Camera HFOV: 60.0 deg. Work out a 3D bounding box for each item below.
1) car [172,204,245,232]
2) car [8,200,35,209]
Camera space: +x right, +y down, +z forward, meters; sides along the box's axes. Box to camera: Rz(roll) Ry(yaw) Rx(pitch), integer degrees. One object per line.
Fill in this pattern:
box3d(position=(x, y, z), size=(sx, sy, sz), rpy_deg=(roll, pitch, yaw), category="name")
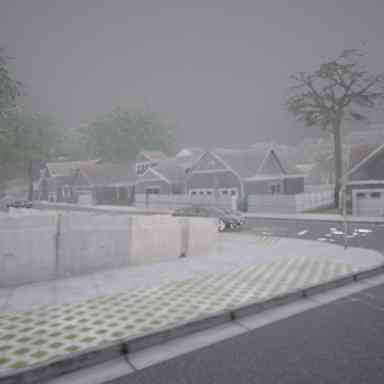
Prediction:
box3d(position=(0.960, 1.548, 20.869), size=(4.892, 1.490, 1.837), rpy_deg=(0, 4, 36), category="car")
box3d(position=(-20.342, 1.603, 39.701), size=(1.895, 1.301, 4.718), rpy_deg=(-5, 3, -42), category="car")
